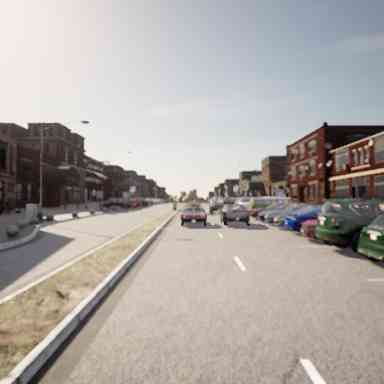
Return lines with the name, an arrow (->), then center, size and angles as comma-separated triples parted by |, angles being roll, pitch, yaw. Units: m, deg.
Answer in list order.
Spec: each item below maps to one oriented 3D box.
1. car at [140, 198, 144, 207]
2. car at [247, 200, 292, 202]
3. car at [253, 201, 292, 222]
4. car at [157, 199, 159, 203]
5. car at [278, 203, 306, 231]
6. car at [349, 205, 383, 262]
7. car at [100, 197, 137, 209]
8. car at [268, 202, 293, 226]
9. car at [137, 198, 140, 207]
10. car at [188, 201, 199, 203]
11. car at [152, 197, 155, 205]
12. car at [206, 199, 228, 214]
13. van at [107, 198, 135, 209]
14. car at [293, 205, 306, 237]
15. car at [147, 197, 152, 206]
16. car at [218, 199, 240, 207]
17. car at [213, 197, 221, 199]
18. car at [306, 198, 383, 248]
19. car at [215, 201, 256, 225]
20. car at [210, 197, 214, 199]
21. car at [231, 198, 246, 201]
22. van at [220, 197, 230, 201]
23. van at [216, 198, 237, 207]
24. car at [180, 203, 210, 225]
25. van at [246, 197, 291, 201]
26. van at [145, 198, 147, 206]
car -> -12.802, 2.101, 65.207 | 5.566, 2.045, 2.435 | 0, -1, 0
car -> 7.703, 1.697, 29.376 | 5.008, 1.535, 2.097 | 0, -1, 0
car -> 7.662, 1.689, 26.621 | 4.792, 1.488, 2.163 | 0, -1, 0
car -> -12.655, 2.734, 93.118 | 5.008, 1.535, 2.097 | 0, -1, 0
car -> 7.670, 1.568, 18.353 | 5.008, 1.535, 2.097 | 0, -1, 0
car -> 7.627, 1.384, 10.087 | 4.553, 1.767, 2.185 | 0, 0, 0
car -> -12.858, 1.954, 56.872 | 5.566, 2.045, 2.435 | 0, -1, 0
car -> 7.686, 1.596, 21.109 | 4.892, 1.521, 2.231 | 0, -1, 0
car -> -12.763, 2.337, 62.549 | 4.792, 1.488, 2.163 | 0, -1, 0
car -> 0.190, 1.949, 42.339 | 1.837, 1.490, 4.892 | 0, -1, 0
car -> -12.677, 2.632, 84.655 | 5.008, 1.535, 2.097 | 0, -1, 0
car -> 3.161, 1.952, 42.458 | 1.837, 1.490, 4.892 | 0, -1, 0
van -> -12.693, 2.030, 59.647 | 4.442, 1.987, 1.878 | 0, -1, 0
car -> 7.674, 1.545, 15.597 | 5.008, 1.535, 2.097 | 0, 0, 0
car -> -12.685, 2.273, 76.441 | 5.566, 2.045, 2.435 | 0, -1, 0
car -> 7.810, 2.324, 70.734 | 4.553, 1.767, 2.185 | 0, -1, 0
car -> 7.745, 2.154, 67.978 | 5.566, 2.045, 2.435 | 0, -1, 0
car -> 7.693, 1.275, 12.843 | 5.566, 2.045, 2.435 | 0, 0, 0
car -> 3.134, 1.653, 25.126 | 2.128, 1.511, 4.902 | 0, 0, 0
car -> 7.781, 2.552, 87.282 | 4.553, 1.767, 2.185 | 0, -1, 0
car -> 7.685, 1.581, 37.651 | 5.566, 2.045, 2.435 | 0, -1, 0
van -> 7.874, 2.039, 59.702 | 4.442, 1.987, 1.878 | 0, -1, 0
van -> 7.668, 2.265, 73.493 | 4.442, 1.987, 1.878 | 0, -1, 0
car -> 0.134, 1.761, 25.238 | 1.895, 1.301, 4.718 | 0, -1, 0
van -> 7.818, 1.511, 32.014 | 4.442, 1.987, 1.878 | 0, -1, 0
van -> -12.844, 2.257, 73.542 | 4.442, 1.987, 1.878 | 0, -1, 0
